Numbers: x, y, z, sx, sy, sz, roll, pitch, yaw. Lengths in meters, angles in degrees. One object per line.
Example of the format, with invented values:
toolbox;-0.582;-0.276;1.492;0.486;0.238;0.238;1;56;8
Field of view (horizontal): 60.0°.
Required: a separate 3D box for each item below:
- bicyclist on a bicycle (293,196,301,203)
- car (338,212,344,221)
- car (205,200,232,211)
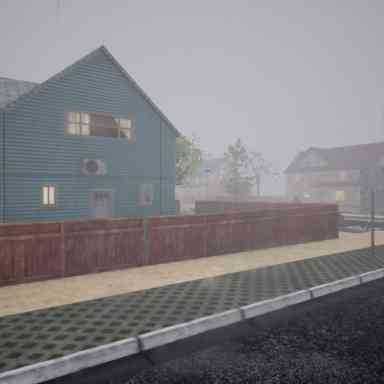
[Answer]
bicyclist on a bicycle;9.873;1.206;31.351;1.656;1.620;0.582;-1;1;-36
car;8.200;1.552;23.625;1.895;1.301;4.718;0;0;-36
car;2.422;1.468;31.692;1.994;1.385;4.181;0;0;-36
